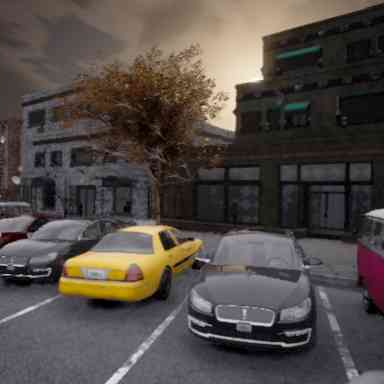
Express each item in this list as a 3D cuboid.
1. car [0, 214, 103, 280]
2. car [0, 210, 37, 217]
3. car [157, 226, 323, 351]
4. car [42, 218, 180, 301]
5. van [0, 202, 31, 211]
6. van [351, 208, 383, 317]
[{"bbox_3d":[-3.465,1.507,9.921,2.231,1.521,4.892,-1,-1,15],"label":"car"},{"bbox_3d":[-5.851,1.554,11.615,2.097,1.535,5.008,-1,-2,15],"label":"car"},{"bbox_3d":[1.303,1.473,6.532,2.231,1.521,4.892,0,-1,15],"label":"car"},{"bbox_3d":[-1.041,1.478,8.403,1.946,1.575,5.366,0,-1,15],"label":"car"},{"bbox_3d":[-8.220,1.400,13.420,1.878,1.987,4.442,-2,-2,15],"label":"van"},{"bbox_3d":[3.712,1.259,4.943,1.878,1.987,4.442,0,-1,15],"label":"van"}]
